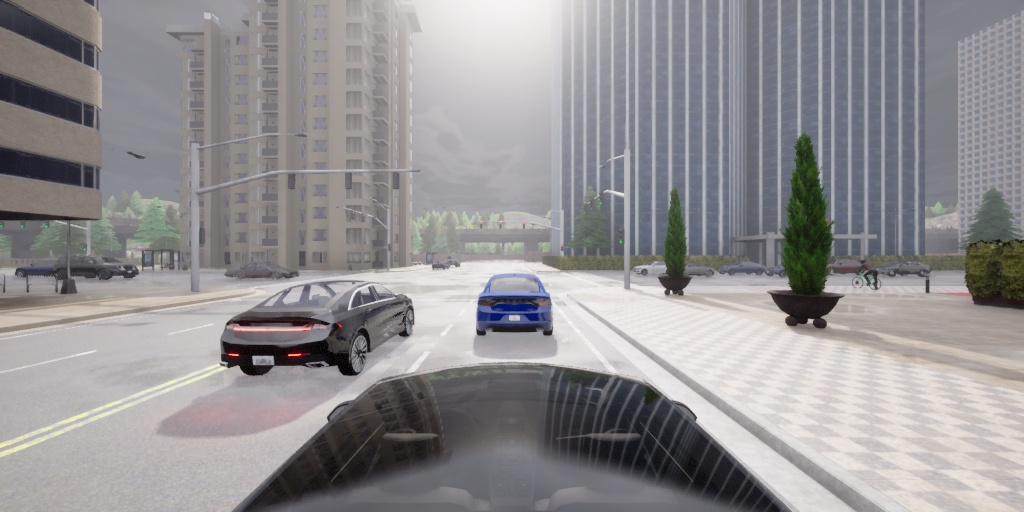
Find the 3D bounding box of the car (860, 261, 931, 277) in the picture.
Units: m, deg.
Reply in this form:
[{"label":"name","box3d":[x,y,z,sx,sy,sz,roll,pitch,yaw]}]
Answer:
[{"label":"car","box3d":[37.234,1.242,34.538,4.902,1.511,2.128,0,0,0]}]

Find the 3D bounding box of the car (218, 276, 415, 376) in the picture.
[{"label":"car","box3d":[-3.446,1.242,7.416,2.128,1.511,4.902,0,0,0]}]

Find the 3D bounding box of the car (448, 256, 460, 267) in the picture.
[{"label":"car","box3d":[-10.588,0.971,64.249,2.150,2.045,5.566,0,0,0]}]

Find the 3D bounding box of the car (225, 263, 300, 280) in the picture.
[{"label":"car","box3d":[-21.009,1.297,30.239,5.357,1.411,2.033,0,0,-1]}]

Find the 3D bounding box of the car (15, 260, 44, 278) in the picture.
[{"label":"car","box3d":[-43.384,1.102,33.694,4.553,1.767,2.097,0,0,-1]}]

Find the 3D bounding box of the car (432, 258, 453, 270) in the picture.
[{"label":"car","box3d":[-10.621,1.351,53.575,1.895,1.301,4.718,0,0,0]}]

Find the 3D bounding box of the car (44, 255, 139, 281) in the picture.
[{"label":"car","box3d":[-34.893,0.970,30.103,5.566,2.045,2.150,0,0,-1]}]

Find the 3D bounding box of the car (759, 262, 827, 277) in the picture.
[{"label":"car","box3d":[26.913,1.276,34.440,4.674,1.442,1.812,0,0,0]}]

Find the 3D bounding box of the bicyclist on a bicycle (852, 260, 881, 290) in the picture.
[{"label":"bicyclist on a bicycle","box3d":[19.632,1.051,19.886,0.582,1.620,1.656,0,0,-1]}]

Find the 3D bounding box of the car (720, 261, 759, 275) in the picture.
[{"label":"car","box3d":[24.274,1.276,37.917,4.674,1.442,1.812,0,0,0]}]

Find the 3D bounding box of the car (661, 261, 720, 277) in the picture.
[{"label":"car","box3d":[16.994,1.314,34.343,4.181,1.385,1.994,0,0,-1]}]

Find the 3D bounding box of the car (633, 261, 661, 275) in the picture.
[{"label":"car","box3d":[15.191,1.276,37.824,4.674,1.442,1.812,0,0,-1]}]

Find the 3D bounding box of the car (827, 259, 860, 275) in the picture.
[{"label":"car","box3d":[34.359,1.102,38.014,4.553,1.767,2.097,0,0,0]}]

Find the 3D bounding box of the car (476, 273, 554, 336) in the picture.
[{"label":"car","box3d":[0.071,1.228,10.455,1.882,1.535,5.008,0,0,0]}]
